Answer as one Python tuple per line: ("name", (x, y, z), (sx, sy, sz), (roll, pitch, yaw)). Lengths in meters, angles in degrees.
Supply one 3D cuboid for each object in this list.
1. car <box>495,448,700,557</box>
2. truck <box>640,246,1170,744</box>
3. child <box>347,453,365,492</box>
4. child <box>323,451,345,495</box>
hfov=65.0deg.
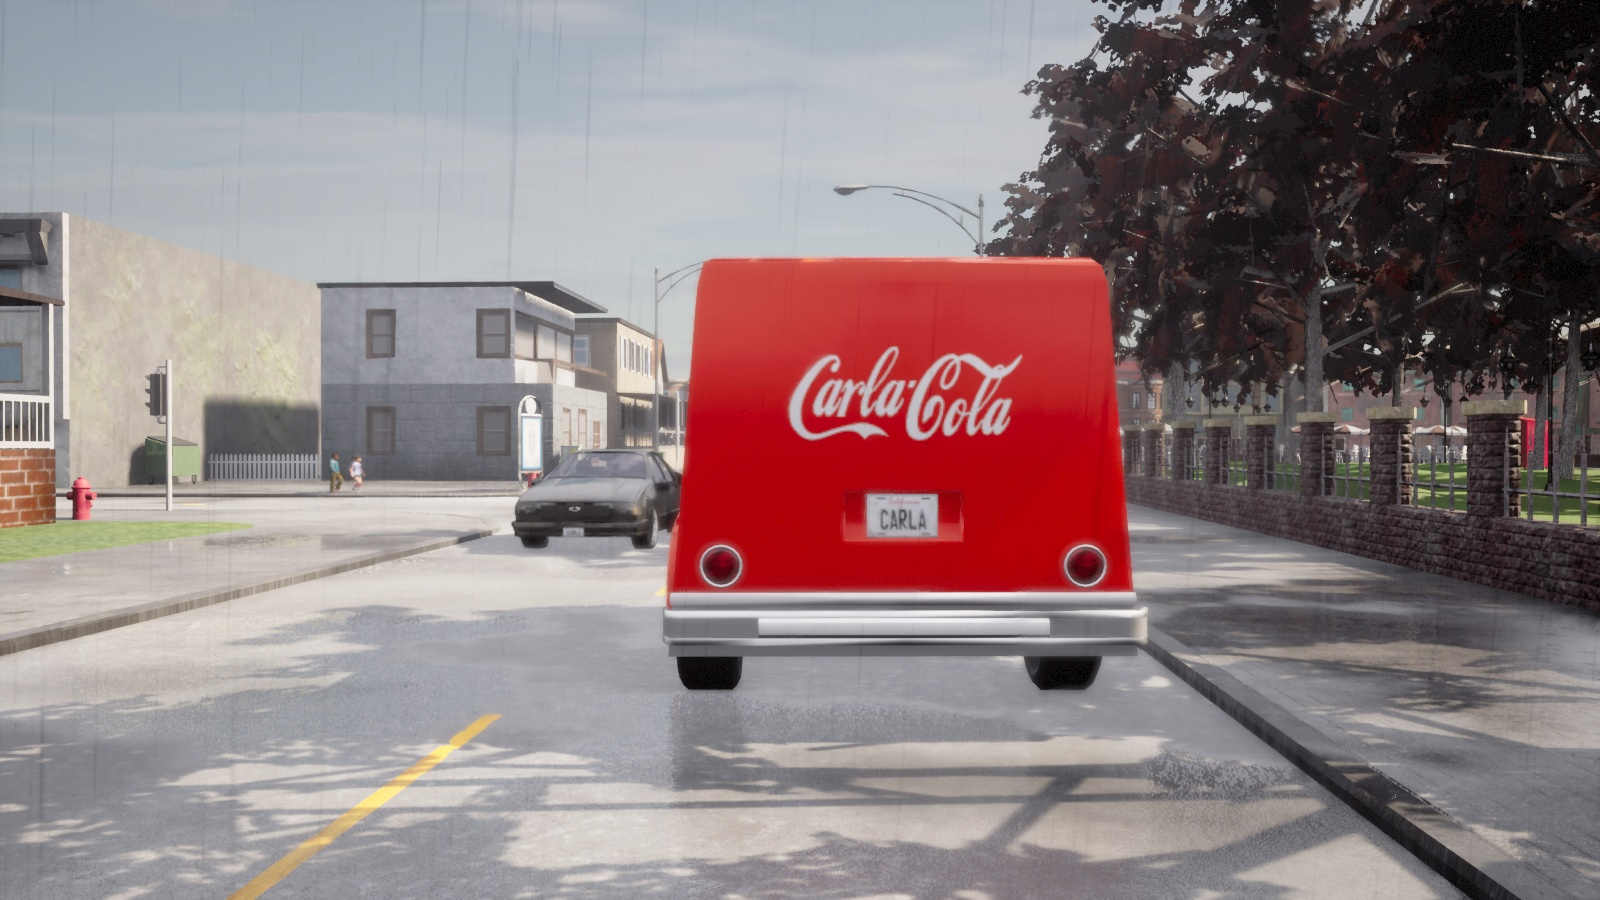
("car", (-2.888, 0.683, 19.262), (2.033, 1.411, 5.357), (0, 0, 3))
("truck", (0.519, 0.210, 8.828), (2.627, 2.467, 5.204), (0, 0, 0))
("child", (-12.435, 0.628, 35.164), (0.394, 1.110, 0.255), (0, 0, 14))
("child", (-12.865, 0.630, 34.686), (0.448, 1.192, 0.343), (0, 0, 13))
